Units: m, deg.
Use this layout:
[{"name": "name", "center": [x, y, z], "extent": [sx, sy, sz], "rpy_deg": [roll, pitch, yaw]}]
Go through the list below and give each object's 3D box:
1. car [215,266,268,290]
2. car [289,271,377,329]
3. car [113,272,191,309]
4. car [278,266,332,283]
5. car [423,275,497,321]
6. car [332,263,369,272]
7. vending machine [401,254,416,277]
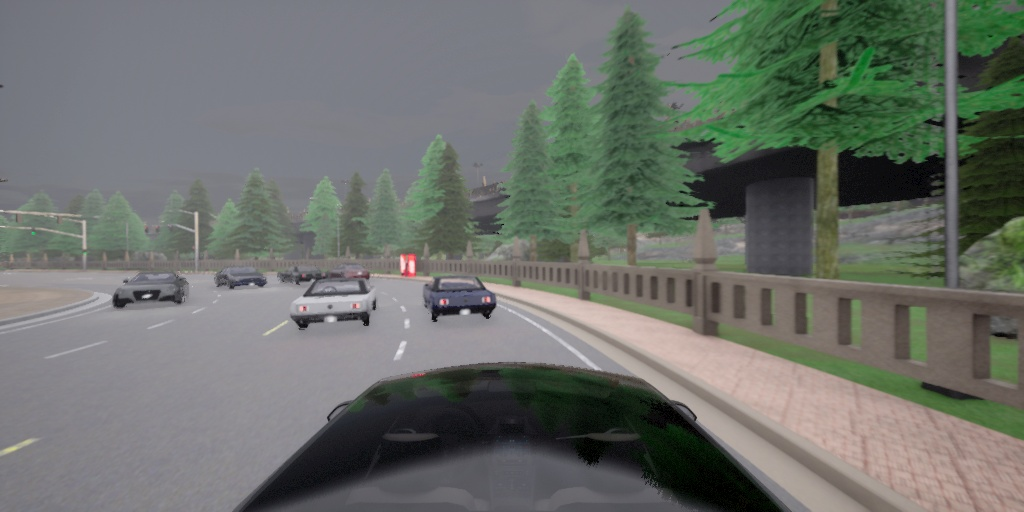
[{"name": "car", "center": [-17.770, 1.347, 23.398], "extent": [5.357, 1.411, 2.033], "rpy_deg": [0, 0, 40]}, {"name": "car", "center": [-5.362, 1.342, 11.374], "extent": [1.895, 1.301, 4.718], "rpy_deg": [-1, 0, -18]}, {"name": "car", "center": [-15.593, 1.396, 15.743], "extent": [1.994, 1.385, 4.181], "rpy_deg": [-1, 0, -37]}, {"name": "car", "center": [-15.170, 1.350, 25.856], "extent": [4.718, 1.301, 1.895], "rpy_deg": [0, 1, 41]}, {"name": "car", "center": [-2.000, 1.294, 12.287], "extent": [1.895, 1.301, 4.718], "rpy_deg": [-1, 0, -18]}, {"name": "car", "center": [-12.933, 1.268, 28.272], "extent": [4.181, 1.385, 1.994], "rpy_deg": [0, 1, 42]}, {"name": "vending machine", "center": [-8.696, 0.834, 30.161], "extent": [0.880, 2.100, 1.100], "rpy_deg": [0, 0, 43]}]
